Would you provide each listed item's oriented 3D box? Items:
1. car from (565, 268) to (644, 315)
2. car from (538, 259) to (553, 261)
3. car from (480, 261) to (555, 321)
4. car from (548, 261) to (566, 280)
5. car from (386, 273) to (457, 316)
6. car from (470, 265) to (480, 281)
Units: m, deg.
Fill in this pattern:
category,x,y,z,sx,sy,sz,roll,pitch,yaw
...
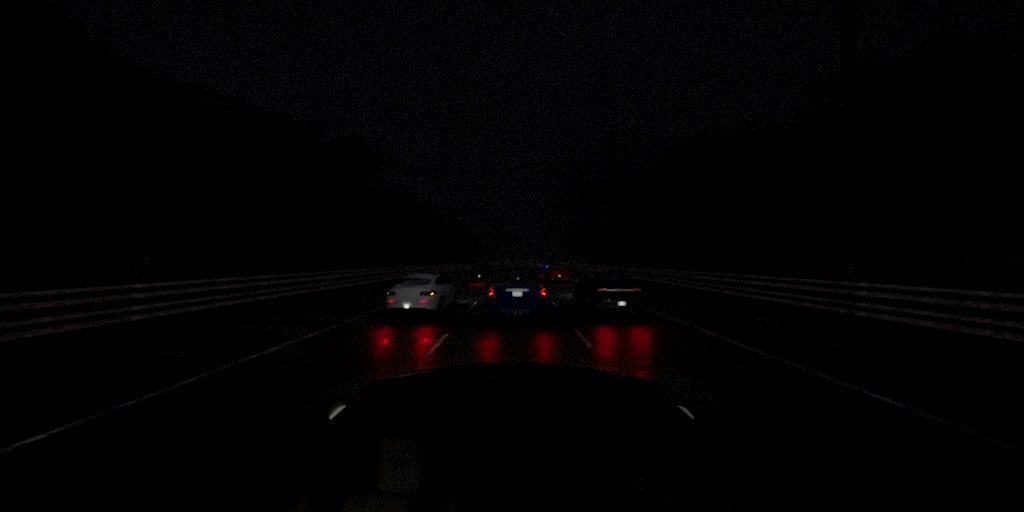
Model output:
category,x,y,z,sx,sy,sz,roll,pitch,yaw
car,3.589,1.338,14.014,2.128,1.511,4.902,0,-1,1
car,4.610,1.442,48.004,2.150,2.045,5.566,0,-1,3
car,0.184,1.187,12.940,2.097,1.767,4.553,0,-1,1
car,3.989,1.502,32.033,1.882,1.535,5.008,0,-1,2
car,-3.317,1.365,13.714,1.812,1.442,4.674,0,0,1
car,-2.840,1.549,34.305,1.837,1.490,4.892,0,0,2
